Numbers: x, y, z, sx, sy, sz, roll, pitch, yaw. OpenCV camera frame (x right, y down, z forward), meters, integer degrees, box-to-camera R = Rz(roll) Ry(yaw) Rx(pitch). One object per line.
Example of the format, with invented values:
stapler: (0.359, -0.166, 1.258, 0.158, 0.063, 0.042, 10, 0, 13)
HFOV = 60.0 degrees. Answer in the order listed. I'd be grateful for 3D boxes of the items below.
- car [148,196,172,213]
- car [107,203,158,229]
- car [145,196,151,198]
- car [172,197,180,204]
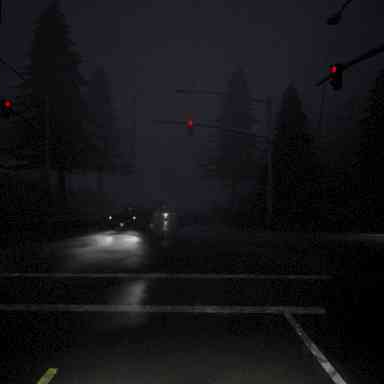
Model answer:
car: (-3.619, 1.525, 37.217, 1.812, 1.442, 4.674, 0, 0, 0)
car: (-3.840, 1.596, 21.570, 1.895, 1.301, 4.718, 0, 0, 6)
car: (-7.395, 1.492, 60.127, 2.128, 1.511, 4.902, 0, 0, -39)
car: (-4.071, 1.564, 61.705, 1.994, 1.385, 4.181, 0, 0, -39)
